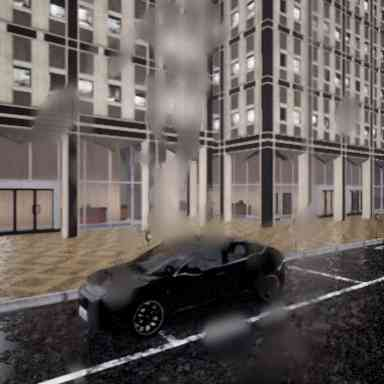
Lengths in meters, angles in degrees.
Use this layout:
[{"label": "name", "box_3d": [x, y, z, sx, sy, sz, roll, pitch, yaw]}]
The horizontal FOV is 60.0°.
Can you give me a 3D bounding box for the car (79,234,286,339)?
[{"label": "car", "box_3d": [0.039, 1.567, 6.586, 4.313, 1.339, 1.947, 0, 0, -35]}]
